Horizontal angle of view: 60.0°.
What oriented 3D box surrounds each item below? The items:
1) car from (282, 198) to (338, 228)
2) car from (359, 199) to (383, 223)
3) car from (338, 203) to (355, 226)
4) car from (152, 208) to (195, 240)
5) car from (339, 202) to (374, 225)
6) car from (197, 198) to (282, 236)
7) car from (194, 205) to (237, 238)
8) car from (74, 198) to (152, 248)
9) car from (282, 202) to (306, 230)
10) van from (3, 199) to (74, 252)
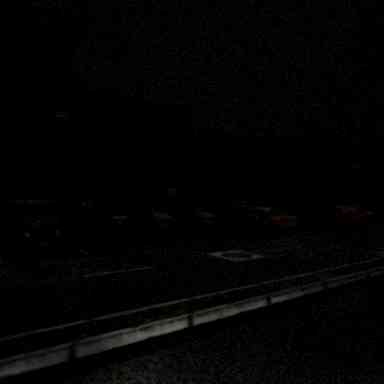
[{"bbox_3d":[6.899,1.457,23.597,2.435,2.045,5.566,1,-1,-35],"label":"car"},{"bbox_3d":[13.687,1.695,28.431,2.185,1.767,4.553,1,-1,-35],"label":"car"},{"bbox_3d":[9.172,1.747,25.187,2.231,1.521,4.892,1,-1,-35],"label":"car"},{"bbox_3d":[-2.143,1.605,17.122,2.002,1.452,4.674,1,0,-35],"label":"car"},{"bbox_3d":[11.341,1.781,26.717,2.097,1.535,5.008,1,-1,-35],"label":"car"},{"bbox_3d":[2.301,1.382,20.254,2.435,2.045,5.566,1,-1,-35],"label":"car"},{"bbox_3d":[0.069,1.638,18.696,2.002,1.452,4.674,1,0,-35],"label":"car"},{"bbox_3d":[-4.422,1.280,15.538,2.435,2.045,5.566,1,0,-35],"label":"car"},{"bbox_3d":[4.540,1.668,22.110,1.946,1.575,5.366,1,-1,-35],"label":"car"},{"bbox_3d":[-6.603,1.273,13.808,1.878,1.987,4.442,1,0,-35],"label":"van"}]
